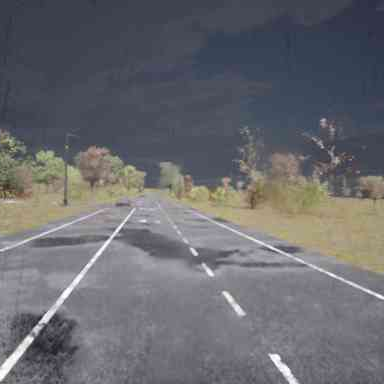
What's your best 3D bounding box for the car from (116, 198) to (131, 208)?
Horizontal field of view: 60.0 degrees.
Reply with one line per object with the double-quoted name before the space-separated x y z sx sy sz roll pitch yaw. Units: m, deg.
"car" -9.769 1.491 47.667 1.994 1.385 4.181 1 0 -7
